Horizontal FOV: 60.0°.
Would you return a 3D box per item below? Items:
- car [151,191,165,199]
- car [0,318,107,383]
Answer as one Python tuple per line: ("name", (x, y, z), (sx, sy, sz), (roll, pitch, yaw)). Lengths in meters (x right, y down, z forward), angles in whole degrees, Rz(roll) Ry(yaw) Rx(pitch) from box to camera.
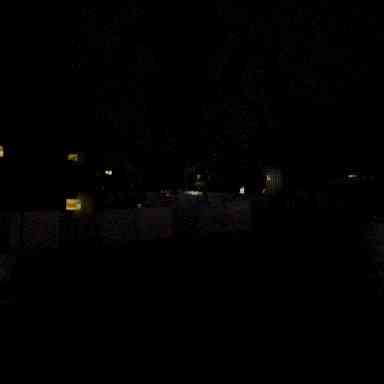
("car", (-6.438, 0.639, 61.664), (1.812, 1.442, 4.674), (1, 1, -21))
("car", (-3.000, 1.546, 1.423), (5.357, 1.411, 2.033), (0, 0, -36))
